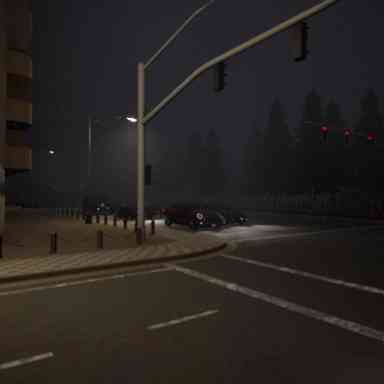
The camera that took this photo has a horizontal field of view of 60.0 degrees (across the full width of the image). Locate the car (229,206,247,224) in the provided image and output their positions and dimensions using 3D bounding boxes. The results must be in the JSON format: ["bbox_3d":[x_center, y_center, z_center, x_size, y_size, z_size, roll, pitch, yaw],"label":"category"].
[{"bbox_3d":[2.108,1.653,25.441,1.837,1.490,4.892,0,0,-36],"label":"car"}]

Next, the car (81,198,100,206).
[{"bbox_3d":[-18.376,1.768,60.135,1.895,1.301,4.718,0,0,-36],"label":"car"}]

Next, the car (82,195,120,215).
[{"bbox_3d":[-10.383,1.349,36.773,2.150,2.045,5.566,0,0,-36],"label":"car"}]

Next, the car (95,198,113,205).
[{"bbox_3d":[-17.055,1.788,64.256,1.895,1.301,4.718,0,0,-36],"label":"car"}]

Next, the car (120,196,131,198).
[{"bbox_3d":[-11.783,1.540,56.987,2.097,1.767,4.553,0,0,-36],"label":"car"}]

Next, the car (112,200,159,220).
[{"bbox_3d":[-5.024,1.692,29.343,1.994,1.385,4.181,0,0,-36],"label":"car"}]

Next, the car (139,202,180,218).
[{"bbox_3d":[-3.311,1.749,32.949,1.895,1.301,4.718,0,0,-36],"label":"car"}]

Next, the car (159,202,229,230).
[{"bbox_3d":[0.035,1.481,22.336,2.097,1.767,4.553,0,0,-36],"label":"car"}]

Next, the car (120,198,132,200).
[{"bbox_3d":[-9.330,1.748,41.295,1.895,1.301,4.718,0,0,-36],"label":"car"}]
